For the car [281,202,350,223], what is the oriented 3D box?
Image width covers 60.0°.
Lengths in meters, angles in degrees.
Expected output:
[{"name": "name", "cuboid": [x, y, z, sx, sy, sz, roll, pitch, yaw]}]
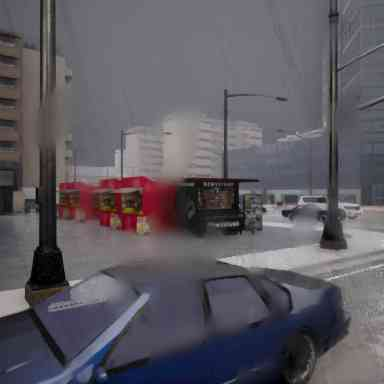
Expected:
[{"name": "car", "cuboid": [9.649, 1.706, 26.689, 1.895, 1.301, 4.718, 0, -1, -37]}]

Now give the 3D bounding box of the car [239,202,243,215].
[{"name": "car", "cuboid": [3.965, 1.768, 34.484, 2.033, 1.411, 5.357, 0, -1, -37]}]

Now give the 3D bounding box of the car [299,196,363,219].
[{"name": "car", "cuboid": [11.977, 1.338, 29.419, 2.150, 2.045, 5.566, 0, -1, -36]}]

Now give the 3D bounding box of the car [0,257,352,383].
[{"name": "car", "cuboid": [-0.368, 1.547, 3.740, 5.357, 1.411, 2.033, 0, 0, -35]}]

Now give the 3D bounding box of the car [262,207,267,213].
[{"name": "car", "cuboid": [5.953, 1.788, 37.708, 2.033, 1.411, 5.357, 0, -1, -36]}]
